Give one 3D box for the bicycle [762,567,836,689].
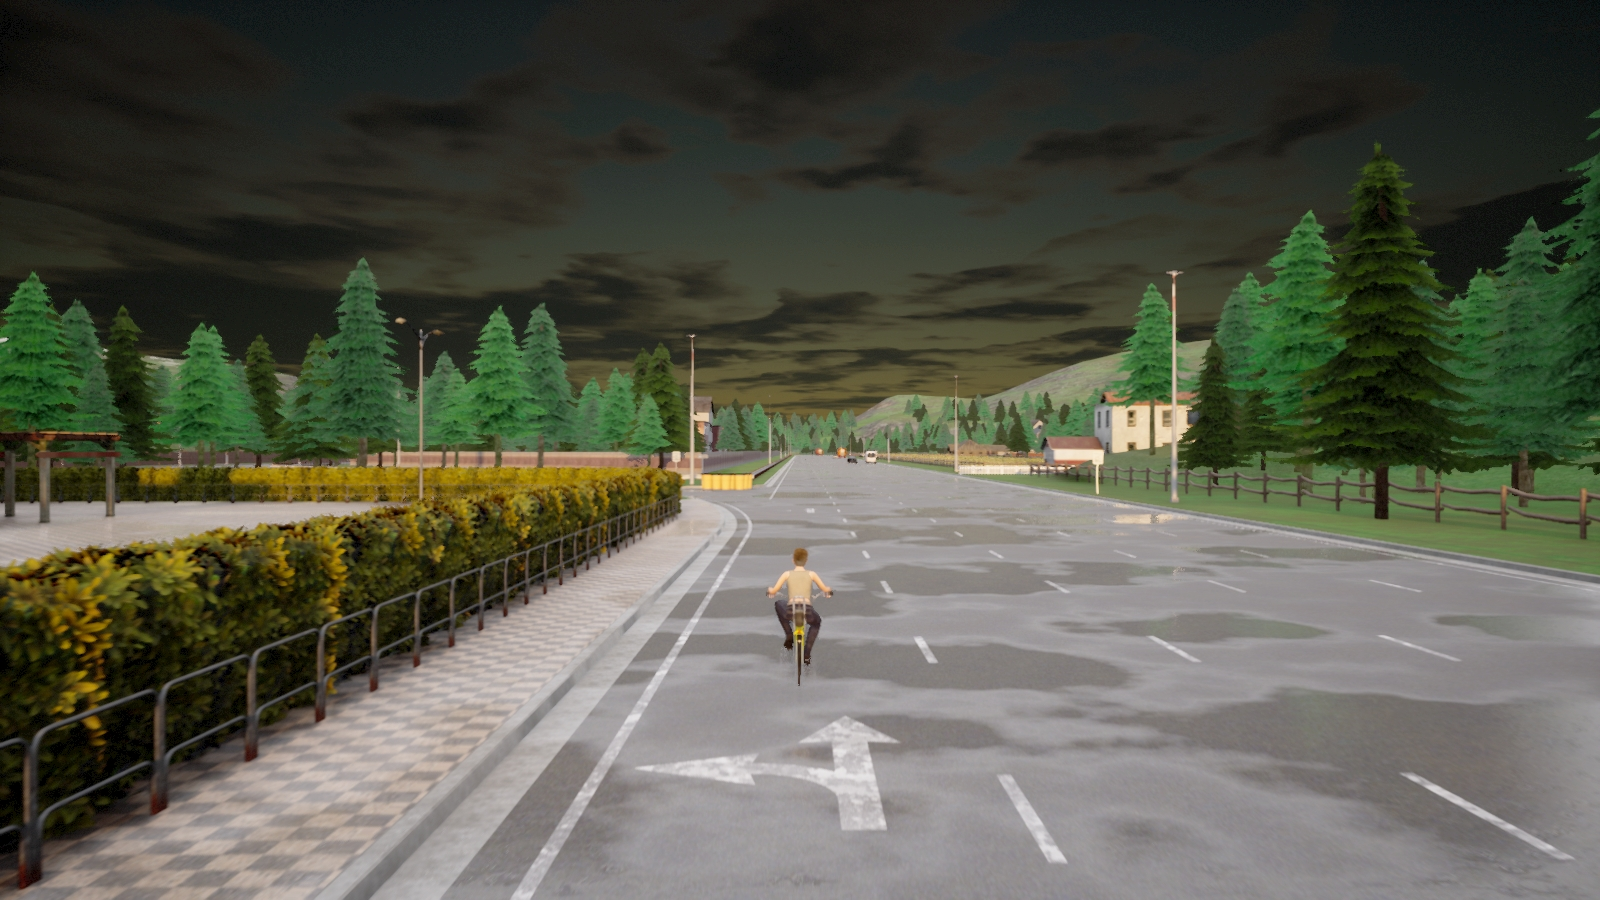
[{"bbox_3d":[-0.004,2.158,14.086,0.859,1.276,1.487,0,0,0],"label":"bicycle"}]
